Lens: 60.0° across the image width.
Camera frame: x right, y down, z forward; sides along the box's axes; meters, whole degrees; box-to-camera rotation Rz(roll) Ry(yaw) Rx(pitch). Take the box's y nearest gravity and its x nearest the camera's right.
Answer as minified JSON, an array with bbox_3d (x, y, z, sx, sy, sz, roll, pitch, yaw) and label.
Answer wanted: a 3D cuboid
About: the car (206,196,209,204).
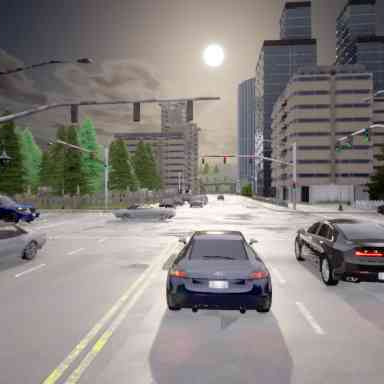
[{"bbox_3d":[1.500,1.352,58.043,2.097,1.767,4.553,0,0,5],"label":"car"}]

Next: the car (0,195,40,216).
[{"bbox_3d":[-13.789,1.219,23.646,5.566,2.045,2.150,0,0,7],"label":"car"}]

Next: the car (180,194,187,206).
[{"bbox_3d":[-2.300,1.547,54.778,2.033,1.411,5.357,0,0,5],"label":"car"}]

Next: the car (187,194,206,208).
[{"bbox_3d":[0.718,1.505,48.952,1.837,1.490,4.892,0,0,5],"label":"car"}]

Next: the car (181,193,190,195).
[{"bbox_3d":[-1.371,1.219,65.208,2.150,2.045,5.566,0,0,5],"label":"car"}]

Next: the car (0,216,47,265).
[{"bbox_3d":[-6.304,1.601,9.652,1.895,1.301,4.718,0,0,7],"label":"car"}]

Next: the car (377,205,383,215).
[{"bbox_3d":[20.371,1.478,31.618,5.008,1.535,1.882,0,0,5],"label":"car"}]

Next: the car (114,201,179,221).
[{"bbox_3d":[-3.654,1.601,26.394,4.718,1.301,1.895,0,0,5],"label":"car"}]

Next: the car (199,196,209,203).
[{"bbox_3d":[2.443,1.505,68.413,1.837,1.490,4.892,0,0,5],"label":"car"}]

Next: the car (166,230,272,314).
[{"bbox_3d":[0.600,1.564,7.730,1.994,1.385,4.181,0,0,4],"label":"car"}]

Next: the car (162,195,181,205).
[{"bbox_3d":[-3.151,1.547,44.740,2.033,1.411,5.357,0,0,5],"label":"car"}]

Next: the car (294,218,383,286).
[{"bbox_3d":[4.233,1.505,9.346,1.837,1.490,4.892,0,0,5],"label":"car"}]

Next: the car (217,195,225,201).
[{"bbox_3d":[7.431,1.500,85.849,1.837,1.490,4.892,0,0,5],"label":"car"}]

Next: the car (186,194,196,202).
[{"bbox_3d":[-0.203,1.345,78.603,2.097,1.767,4.553,0,0,5],"label":"car"}]
